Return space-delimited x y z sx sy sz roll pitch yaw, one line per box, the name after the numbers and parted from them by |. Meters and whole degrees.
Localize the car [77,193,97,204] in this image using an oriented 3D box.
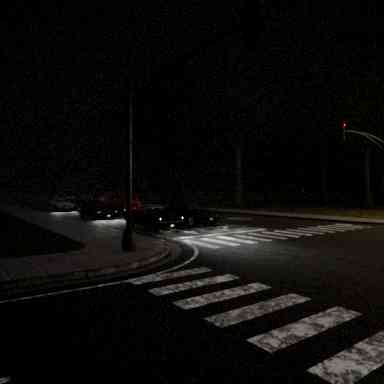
-18.779 1.162 59.593 2.097 1.767 4.553 0 0 -36 | car

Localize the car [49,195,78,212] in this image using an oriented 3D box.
-14.664 1.398 37.188 1.812 1.442 4.674 0 0 -36 | car

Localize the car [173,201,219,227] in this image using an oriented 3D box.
-0.219 1.410 22.818 1.882 1.535 5.008 0 0 -35 | car

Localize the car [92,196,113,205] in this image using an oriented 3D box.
-14.570 1.349 53.840 1.812 1.442 4.674 0 0 -36 | car

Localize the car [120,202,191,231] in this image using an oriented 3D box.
-2.369 1.542 20.242 1.895 1.301 4.718 0 0 -36 | car

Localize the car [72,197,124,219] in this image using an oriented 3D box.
-8.035 1.454 28.051 2.033 1.411 5.357 0 0 -36 | car

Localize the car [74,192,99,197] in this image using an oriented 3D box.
-15.626 1.186 49.813 2.097 1.767 4.553 0 0 -35 | car

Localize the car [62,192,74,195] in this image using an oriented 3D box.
-21.443 1.038 57.730 2.150 2.045 5.566 0 0 -36 | car

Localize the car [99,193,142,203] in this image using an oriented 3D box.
-6.575 1.115 31.567 2.150 2.045 5.566 0 0 -36 | car
